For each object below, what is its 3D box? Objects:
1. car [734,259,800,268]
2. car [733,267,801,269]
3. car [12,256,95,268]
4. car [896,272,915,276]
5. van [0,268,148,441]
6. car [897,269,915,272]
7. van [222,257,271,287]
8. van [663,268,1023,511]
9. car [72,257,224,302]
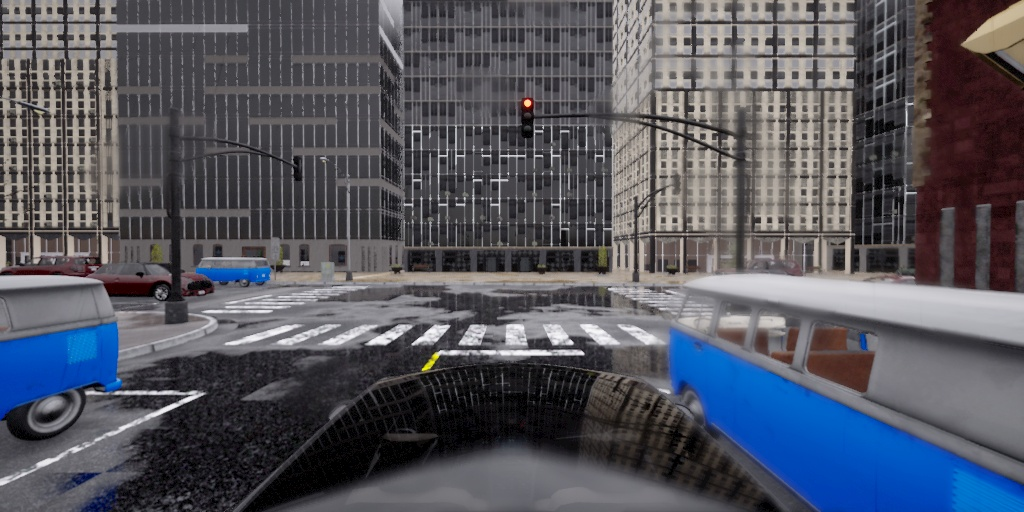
[{"bbox_3d":[15.142,1.120,22.150,5.009,1.841,2.192,0,0,0],"label":"car"},{"bbox_3d":[13.636,1.431,19.547,4.718,1.301,1.895,0,1,0],"label":"car"},{"bbox_3d":[-28.293,0.907,22.213,5.009,1.841,2.192,0,0,0],"label":"car"},{"bbox_3d":[15.129,1.455,13.771,4.507,1.381,1.888,0,0,0],"label":"car"},{"bbox_3d":[-5.694,1.092,2.746,1.690,1.789,3.998,0,0,0],"label":"van"},{"bbox_3d":[24.259,1.109,19.533,5.566,2.045,2.150,0,1,0],"label":"car"},{"bbox_3d":[-17.247,0.983,22.197,3.998,1.789,1.690,0,0,0],"label":"van"},{"bbox_3d":[2.687,1.092,2.755,1.690,1.789,3.998,0,0,0],"label":"van"},{"bbox_3d":[-16.428,1.071,16.394,4.553,1.767,2.097,0,1,0],"label":"car"}]
